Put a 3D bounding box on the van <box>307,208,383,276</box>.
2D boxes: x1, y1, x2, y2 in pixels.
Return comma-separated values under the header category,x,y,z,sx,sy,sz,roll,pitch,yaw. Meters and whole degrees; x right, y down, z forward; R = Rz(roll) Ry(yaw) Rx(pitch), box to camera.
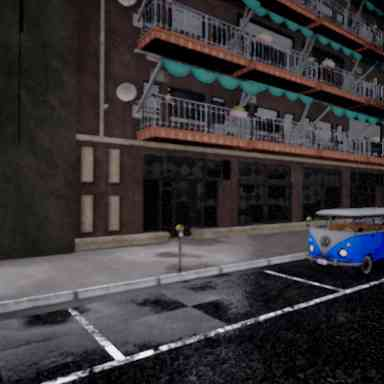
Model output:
category,x,y,z,sx,sy,sz,roll,pitch,yaw
van,5.275,1.398,10.323,3.998,1.788,1.690,0,0,-36
